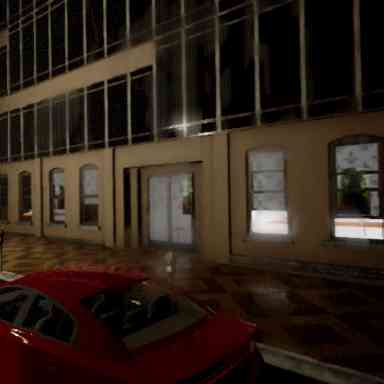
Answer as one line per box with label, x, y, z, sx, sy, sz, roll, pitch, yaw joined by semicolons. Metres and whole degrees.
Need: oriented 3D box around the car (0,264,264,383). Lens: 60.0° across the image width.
car;-1.428;1.543;3.879;4.507;1.381;1.887;0;-1;36
